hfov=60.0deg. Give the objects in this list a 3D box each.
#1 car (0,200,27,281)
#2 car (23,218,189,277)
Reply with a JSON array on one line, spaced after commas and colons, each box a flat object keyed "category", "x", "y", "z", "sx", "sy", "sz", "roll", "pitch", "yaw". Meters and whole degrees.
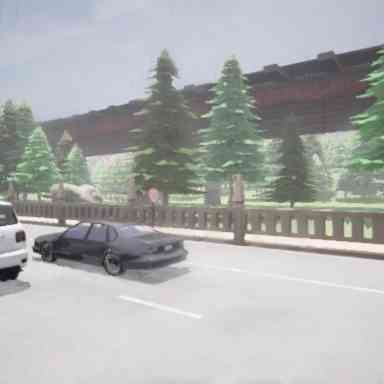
[{"category": "car", "x": -6.493, "y": 1.213, "z": 8.586, "sx": 5.566, "sy": 2.045, "sz": 2.150, "roll": 0, "pitch": 0, "yaw": 35}, {"category": "car", "x": -2.678, "y": 1.523, "z": 10.211, "sx": 5.357, "sy": 1.411, "sz": 2.033, "roll": 0, "pitch": 0, "yaw": 35}]
